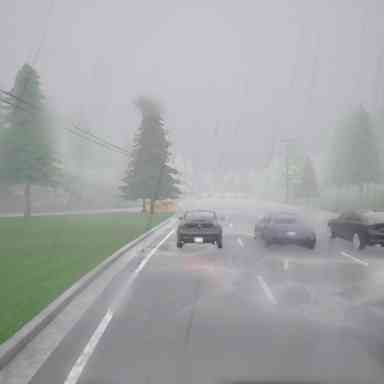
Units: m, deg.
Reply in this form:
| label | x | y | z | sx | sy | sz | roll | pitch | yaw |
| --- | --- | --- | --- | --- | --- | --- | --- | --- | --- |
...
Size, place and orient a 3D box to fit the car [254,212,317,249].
| label | x | y | z | sx | sy | sz | roll | pitch | yaw |
| --- | --- | --- | --- | --- | --- | --- | --- | --- | --- |
| car | 3.895 | 1.569 | 14.464 | 1.994 | 1.385 | 4.181 | 0 | 0 | 4 |

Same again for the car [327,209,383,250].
| label | x | y | z | sx | sy | sz | roll | pitch | yaw |
| --- | --- | --- | --- | --- | --- | --- | --- | --- | --- |
| car | 7.389 | 1.482 | 14.248 | 1.882 | 1.535 | 5.008 | 0 | 0 | 4 |

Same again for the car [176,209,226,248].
| label | x | y | z | sx | sy | sz | roll | pitch | yaw |
| --- | --- | --- | --- | --- | --- | --- | --- | --- | --- |
| car | 0.402 | 1.513 | 14.680 | 1.837 | 1.490 | 4.892 | 0 | 0 | 4 |
